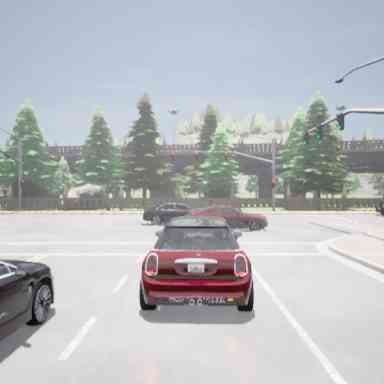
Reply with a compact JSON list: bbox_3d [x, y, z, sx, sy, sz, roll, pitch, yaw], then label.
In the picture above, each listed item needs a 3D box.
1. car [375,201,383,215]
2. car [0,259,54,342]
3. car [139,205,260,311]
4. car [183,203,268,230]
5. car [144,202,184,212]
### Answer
[{"bbox_3d":[19.478,1.153,29.618,5.566,2.045,2.150,0,0,1],"label":"car"},{"bbox_3d":[-3.432,1.490,4.172,2.128,1.511,4.902,0,0,0],"label":"car"},{"bbox_3d":[0.149,1.349,7.922,2.097,1.767,4.553,0,0,2],"label":"car"},{"bbox_3d":[1.980,1.495,19.199,4.674,1.442,1.812,0,0,1],"label":"car"},{"bbox_3d":[-0.924,1.465,22.741,4.892,1.490,1.837,0,0,1],"label":"car"}]
